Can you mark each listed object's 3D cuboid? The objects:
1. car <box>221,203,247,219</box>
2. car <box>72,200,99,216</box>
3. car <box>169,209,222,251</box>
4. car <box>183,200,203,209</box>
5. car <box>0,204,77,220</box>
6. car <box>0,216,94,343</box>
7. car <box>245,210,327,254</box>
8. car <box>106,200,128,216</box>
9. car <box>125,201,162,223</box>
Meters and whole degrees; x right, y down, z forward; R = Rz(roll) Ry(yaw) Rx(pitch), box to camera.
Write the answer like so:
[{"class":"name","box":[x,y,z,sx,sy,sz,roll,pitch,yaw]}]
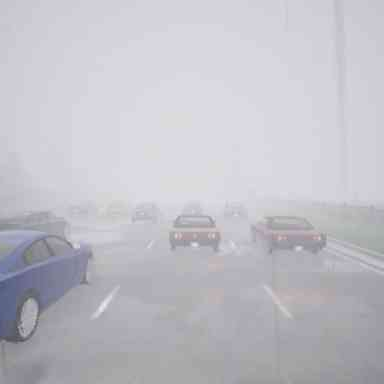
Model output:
[{"class":"car","box":[3.598,1.601,29.266,1.895,1.301,4.718,0,0,0]},{"class":"car","box":[-10.415,1.526,31.845,1.812,1.442,4.674,0,0,0]},{"class":"car","box":[0.099,1.601,14.185,1.895,1.301,4.718,0,0,0]},{"class":"car","box":[0.085,1.526,31.848,1.812,1.442,4.674,0,0,0]},{"class":"car","box":[-6.900,1.505,14.434,1.837,1.490,4.892,0,0,0]},{"class":"car","box":[-3.401,1.478,6.449,1.882,1.535,5.008,0,0,0]},{"class":"car","box":[3.599,1.601,13.419,1.895,1.301,4.718,0,0,0]},{"class":"car","box":[-6.902,1.478,32.360,1.882,1.535,5.008,0,0,0]},{"class":"car","box":[-3.402,1.548,25.406,2.033,1.411,5.357,0,0,0]}]
